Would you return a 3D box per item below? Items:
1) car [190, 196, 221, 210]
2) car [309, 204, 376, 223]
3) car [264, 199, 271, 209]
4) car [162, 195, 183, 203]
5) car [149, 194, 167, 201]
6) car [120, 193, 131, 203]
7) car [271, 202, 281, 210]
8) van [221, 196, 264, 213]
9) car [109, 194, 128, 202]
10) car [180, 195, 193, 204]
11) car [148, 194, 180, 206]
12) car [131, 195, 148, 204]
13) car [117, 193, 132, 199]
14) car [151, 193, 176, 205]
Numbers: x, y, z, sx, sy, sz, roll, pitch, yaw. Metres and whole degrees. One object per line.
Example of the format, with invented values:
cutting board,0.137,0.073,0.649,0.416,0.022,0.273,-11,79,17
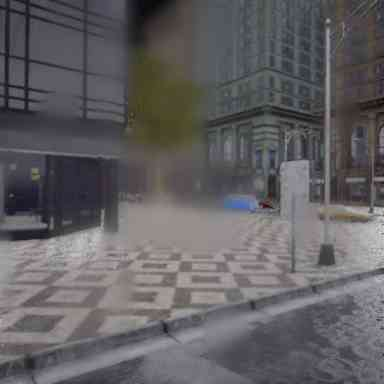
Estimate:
car,2.151,1.486,40.355,2.008,1.369,4.403,2,0,-35
car,11.952,1.653,26.431,1.752,1.417,4.829,1,0,-35
car,9.117,1.566,45.270,1.887,1.381,4.507,2,0,-35
car,-3.819,1.254,63.645,2.008,1.369,4.403,2,0,-35
car,-7.053,1.205,68.238,1.802,1.307,4.206,2,0,-35
car,-10.785,1.167,58.732,2.008,1.369,4.403,2,0,-35
car,12.349,1.657,40.677,1.947,1.339,4.313,2,0,-35
van,5.388,1.346,35.762,1.690,1.788,3.998,1,0,-35
car,-14.018,1.087,63.325,2.008,1.369,4.403,2,0,-35
car,-0.582,1.224,59.053,1.967,1.590,4.097,2,0,-35
car,-4.219,1.307,49.406,1.752,1.417,4.829,2,0,-35
car,-7.551,1.248,54.138,2.008,1.369,4.403,2,0,-35
car,-16.752,0.932,82.016,1.887,1.381,4.507,2,0,-35
car,-4.764,1.090,54.932,2.097,1.767,4.553,1,1,-35
